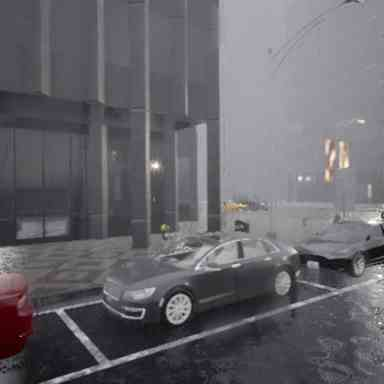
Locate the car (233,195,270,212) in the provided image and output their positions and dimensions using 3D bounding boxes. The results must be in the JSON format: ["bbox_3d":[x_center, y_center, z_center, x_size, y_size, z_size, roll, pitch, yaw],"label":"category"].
[{"bbox_3d":[7.087,1.364,40.910,2.150,2.045,5.566,-1,0,-36],"label":"car"}]

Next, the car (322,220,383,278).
[{"bbox_3d":[4.983,1.545,10.090,4.313,1.339,1.947,0,0,-35],"label":"car"}]

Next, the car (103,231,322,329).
[{"bbox_3d":[0.401,1.542,6.825,4.403,1.369,2.008,0,0,-35],"label":"car"}]

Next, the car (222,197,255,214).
[{"bbox_3d":[4.535,1.655,38.895,1.882,1.535,5.008,-1,0,-36],"label":"car"}]

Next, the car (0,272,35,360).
[{"bbox_3d":[-4.179,1.548,3.561,4.507,1.381,1.887,0,0,-35],"label":"car"}]
